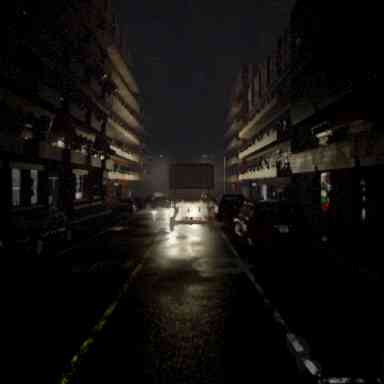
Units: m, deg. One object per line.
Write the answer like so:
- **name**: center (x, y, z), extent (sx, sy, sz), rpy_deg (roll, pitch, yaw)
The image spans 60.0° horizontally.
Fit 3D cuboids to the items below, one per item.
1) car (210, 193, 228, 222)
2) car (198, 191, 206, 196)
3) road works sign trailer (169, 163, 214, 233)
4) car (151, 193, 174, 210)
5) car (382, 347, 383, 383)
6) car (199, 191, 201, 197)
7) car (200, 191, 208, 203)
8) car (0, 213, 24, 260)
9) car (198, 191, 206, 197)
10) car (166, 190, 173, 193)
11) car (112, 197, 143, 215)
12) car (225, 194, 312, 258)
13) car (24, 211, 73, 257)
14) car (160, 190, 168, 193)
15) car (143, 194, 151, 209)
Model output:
- **car**: center (2.656, 1.023, 23.230), extent (2.192, 1.841, 5.009), rpy_deg (-1, 1, 0)
- **car**: center (2.599, 0.426, 90.452), extent (2.008, 1.369, 4.403), rpy_deg (-1, 1, 0)
- **road works sign trailer**: center (-0.013, 0.239, 17.862), extent (2.380, 3.560, 2.880), rpy_deg (0, 1, 1)
- **car**: center (-3.127, 1.108, 35.031), extent (2.033, 1.411, 5.357), rpy_deg (0, 1, 0)
- **car**: center (2.676, 1.303, 0.823), extent (2.192, 1.841, 5.009), rpy_deg (-1, 1, 0)
- **car**: center (2.629, 0.856, 56.842), extent (1.947, 1.339, 4.313), rpy_deg (-1, 1, 0)
- **car**: center (2.633, 0.883, 51.410), extent (1.752, 1.417, 4.829), rpy_deg (-1, 1, 0)
- **car**: center (-5.699, 1.233, 6.445), extent (2.192, 1.841, 5.009), rpy_deg (-1, 1, 0)
- **car**: center (2.604, 0.510, 84.850), extent (1.947, 1.339, 4.313), rpy_deg (-1, 1, 0)
- **car**: center (-5.765, 0.466, 68.064), extent (2.192, 1.841, 5.009), rpy_deg (-1, 1, 0)
- **car**: center (-5.726, 1.220, 28.855), extent (1.802, 1.307, 4.206), rpy_deg (-1, 1, 0)
- **car**: center (2.666, 1.163, 12.026), extent (2.192, 1.841, 5.009), rpy_deg (-1, 1, 0)
- **car**: center (-5.718, 1.398, 12.050), extent (2.008, 1.369, 4.403), rpy_deg (-1, 1, 0)
- **car**: center (-5.751, 0.840, 56.863), extent (2.008, 1.369, 4.403), rpy_deg (-1, 1, 0)
- **car**: center (-5.731, 1.150, 34.457), extent (1.802, 1.307, 4.206), rpy_deg (-1, 1, 0)
